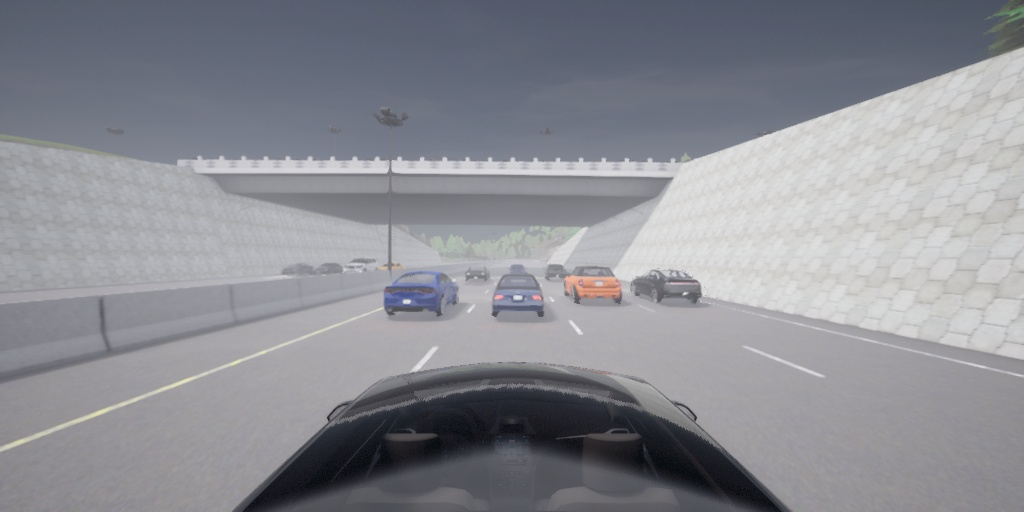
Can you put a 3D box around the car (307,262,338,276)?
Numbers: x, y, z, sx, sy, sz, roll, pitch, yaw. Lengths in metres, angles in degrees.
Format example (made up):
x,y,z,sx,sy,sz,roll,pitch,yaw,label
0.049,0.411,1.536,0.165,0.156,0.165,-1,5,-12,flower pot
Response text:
x,y,z,sx,sy,sz,roll,pitch,yaw,label
-20.580,1.459,40.446,1.812,1.442,4.674,0,0,1,car

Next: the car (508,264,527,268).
x,y,z,sx,sy,sz,roll,pitch,yaw,label
0.516,1.514,34.667,1.812,1.442,4.674,0,0,1,car

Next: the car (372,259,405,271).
x,y,z,sx,sy,sz,roll,pitch,yaw,label
-13.582,1.443,40.389,1.882,1.535,5.008,0,0,1,car

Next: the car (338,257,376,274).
x,y,z,sx,sy,sz,roll,pitch,yaw,label
-17.073,1.173,40.914,2.150,2.045,5.566,0,0,1,car

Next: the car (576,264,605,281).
x,y,z,sx,sy,sz,roll,pitch,yaw,label
7.515,1.544,34.564,1.812,1.442,4.674,0,0,1,car

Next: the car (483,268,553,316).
x,y,z,sx,sy,sz,roll,pitch,yaw,label
0.226,1.386,13.873,2.033,1.411,5.357,0,0,1,car

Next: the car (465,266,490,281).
x,y,z,sx,sy,sz,roll,pitch,yaw,label
-3.009,1.557,32.400,1.895,1.301,4.718,0,0,1,car

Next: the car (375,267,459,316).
x,y,z,sx,sy,sz,roll,pitch,yaw,label
-3.279,1.299,13.802,1.882,1.535,5.008,0,0,1,car

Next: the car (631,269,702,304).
x,y,z,sx,sy,sz,roll,pitch,yaw,label
7.282,1.388,17.409,2.128,1.511,4.902,0,0,1,car

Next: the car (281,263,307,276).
x,y,z,sx,sy,sz,roll,pitch,yaw,label
-24.077,1.483,40.593,1.994,1.385,4.181,0,0,1,car

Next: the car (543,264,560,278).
x,y,z,sx,sy,sz,roll,pitch,yaw,label
4.015,1.503,33.933,1.837,1.490,4.892,0,0,1,car

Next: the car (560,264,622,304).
x,y,z,sx,sy,sz,roll,pitch,yaw,label
3.784,1.232,17.530,2.097,1.767,4.553,0,0,1,car
